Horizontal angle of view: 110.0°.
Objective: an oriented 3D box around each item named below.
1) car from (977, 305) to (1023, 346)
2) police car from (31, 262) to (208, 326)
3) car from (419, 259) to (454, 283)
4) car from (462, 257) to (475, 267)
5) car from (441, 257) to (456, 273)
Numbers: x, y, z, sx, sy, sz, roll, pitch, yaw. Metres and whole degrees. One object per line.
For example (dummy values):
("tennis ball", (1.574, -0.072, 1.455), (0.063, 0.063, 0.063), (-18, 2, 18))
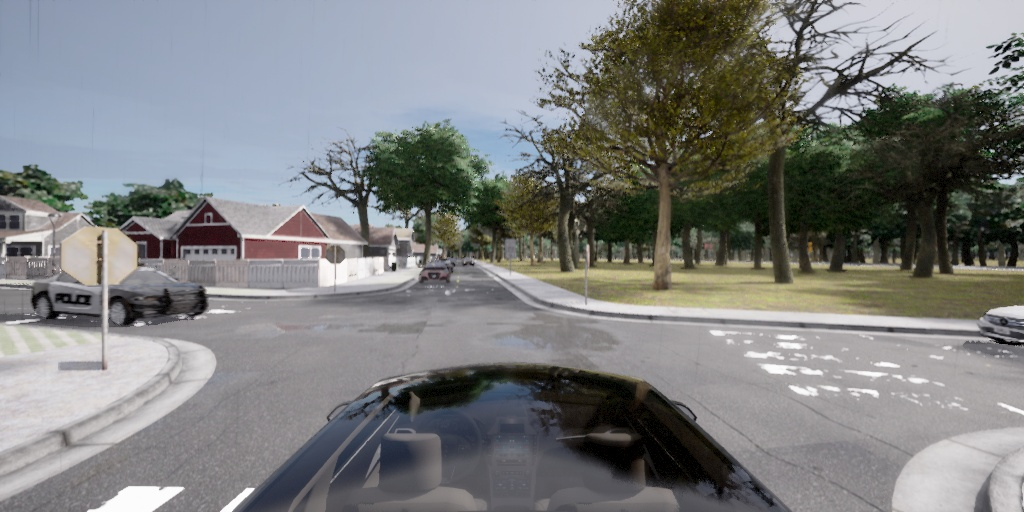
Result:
("car", (12.702, 1.338, 7.056), (4.674, 1.442, 1.812), (0, 0, 15))
("police car", (-11.333, 0.993, 10.494), (5.238, 1.638, 1.930), (1, 0, 15))
("car", (-5.269, 1.093, 25.000), (1.994, 1.385, 4.181), (0, 0, -8))
("car", (-6.860, 0.987, 56.282), (1.895, 1.301, 4.718), (0, 0, -8))
("car", (-6.976, 0.972, 37.046), (1.812, 1.442, 4.674), (0, 0, -8))
